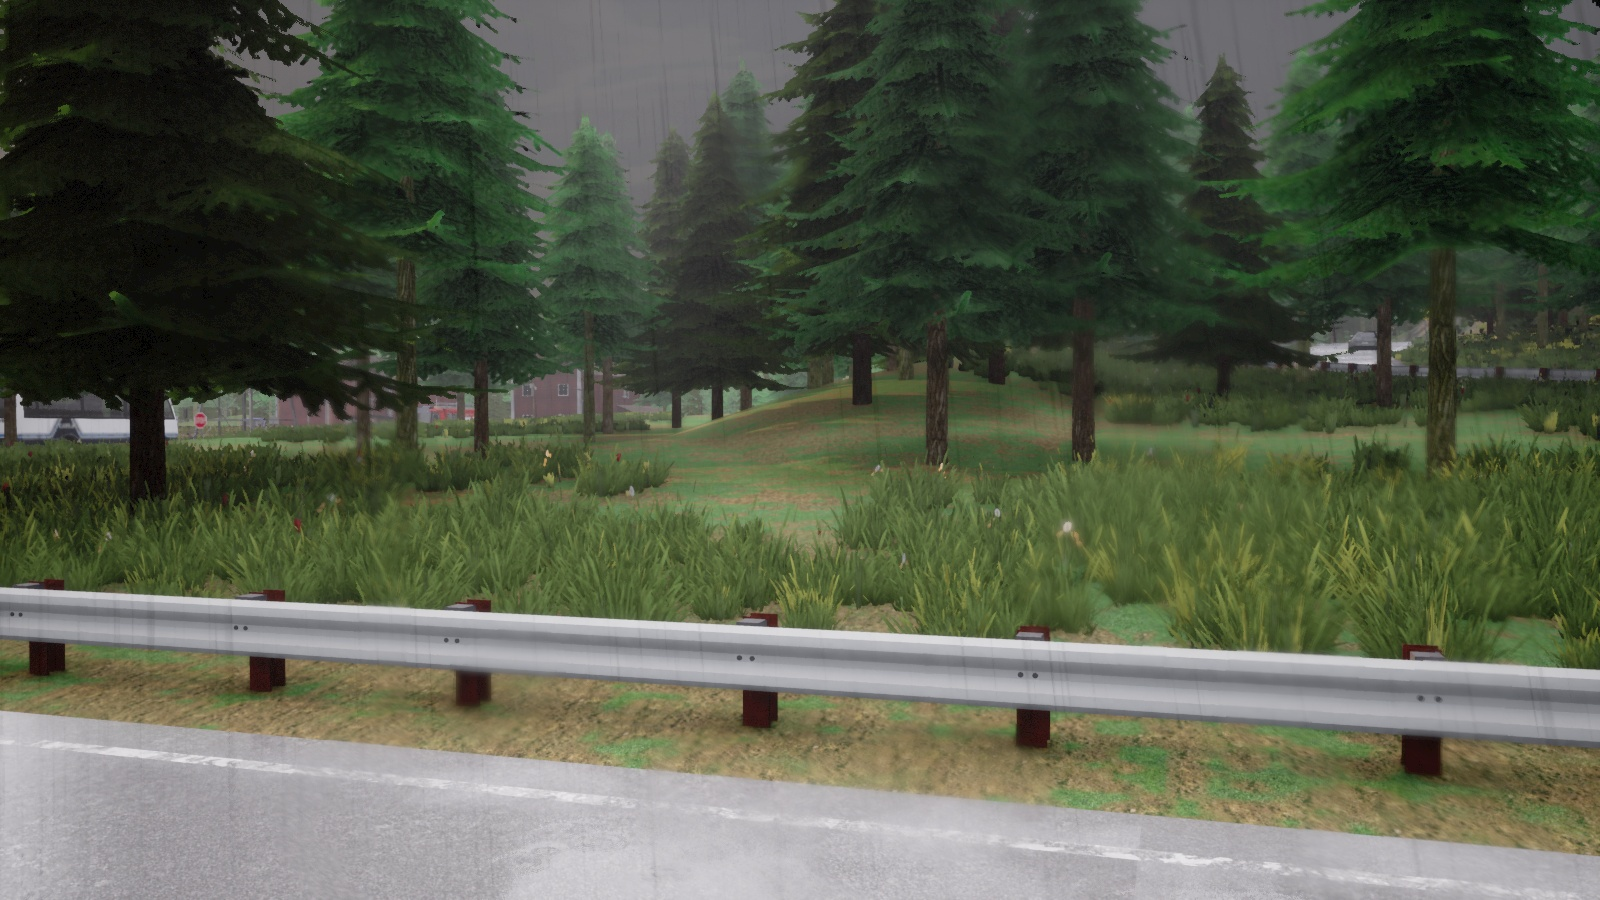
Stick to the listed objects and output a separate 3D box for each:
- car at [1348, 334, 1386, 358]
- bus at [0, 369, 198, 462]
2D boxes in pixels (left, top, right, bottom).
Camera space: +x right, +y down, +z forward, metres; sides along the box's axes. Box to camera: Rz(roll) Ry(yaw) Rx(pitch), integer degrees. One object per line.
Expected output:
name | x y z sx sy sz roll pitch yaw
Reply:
car | 35.886 -6.574 79.444 1.994 1.385 4.181 1 6 27
bus | -35.726 -1.667 63.051 3.944 4.253 10.273 1 1 17
